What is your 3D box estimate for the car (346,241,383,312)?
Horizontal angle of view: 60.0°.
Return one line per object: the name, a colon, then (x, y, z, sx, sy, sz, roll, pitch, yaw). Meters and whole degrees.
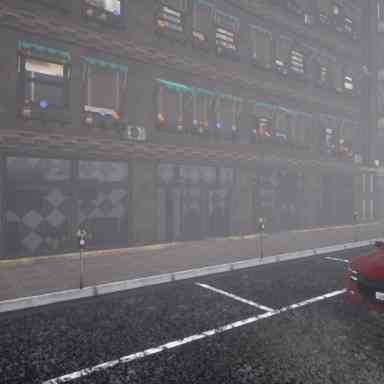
car: (5.232, 1.478, 7.006, 5.008, 1.535, 1.882, 0, 0, -36)
